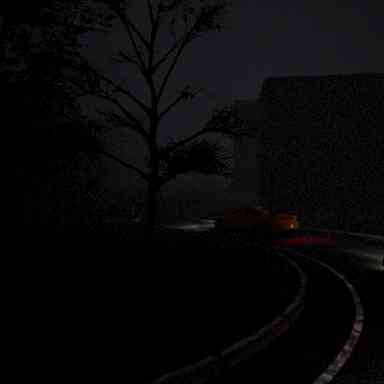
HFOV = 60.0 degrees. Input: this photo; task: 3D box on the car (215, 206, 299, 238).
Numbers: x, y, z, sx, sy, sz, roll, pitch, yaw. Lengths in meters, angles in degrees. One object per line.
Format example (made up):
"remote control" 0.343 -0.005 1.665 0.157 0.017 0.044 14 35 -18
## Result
"car" 3.319 1.484 18.020 1.882 1.535 5.008 0 0 -38
